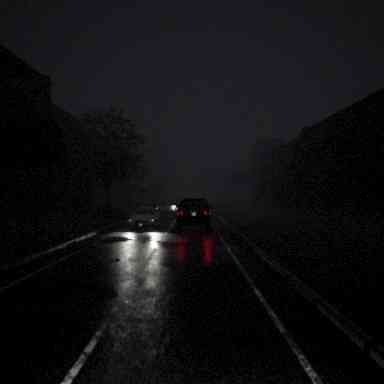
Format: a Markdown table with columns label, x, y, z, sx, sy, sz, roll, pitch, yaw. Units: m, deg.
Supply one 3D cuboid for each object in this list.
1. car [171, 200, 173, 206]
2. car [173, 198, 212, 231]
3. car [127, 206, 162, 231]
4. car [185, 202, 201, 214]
| label | x | y | z | sx | sy | sz | roll | pitch | yaw |
| --- | --- | --- | --- | --- | --- | --- | --- | --- | --- |
| car | -2.980 | 1.873 | 64.840 | 2.128 | 1.511 | 4.902 | 0 | 0 | 0 |
| car | 0.105 | 1.403 | 21.947 | 2.150 | 2.045 | 5.566 | 0 | -1 | 0 |
| car | -3.076 | 1.710 | 22.224 | 1.812 | 1.442 | 4.674 | 0 | -1 | 0 |
| car | 0.122 | 1.944 | 42.099 | 1.895 | 1.301 | 4.718 | 0 | 0 | 0 |
